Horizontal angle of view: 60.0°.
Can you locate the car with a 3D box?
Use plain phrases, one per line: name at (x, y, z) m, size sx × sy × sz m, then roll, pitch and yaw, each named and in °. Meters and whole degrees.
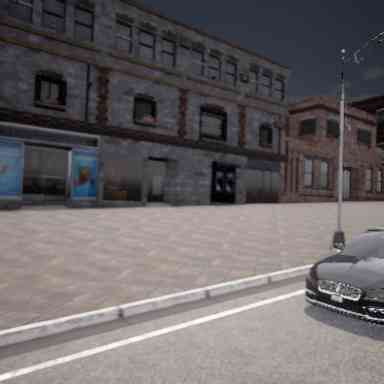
car at (4.363, 1.514, 6.929) m, size 4.892 × 1.490 × 1.837 m, roll 0°, pitch 0°, yaw -36°
